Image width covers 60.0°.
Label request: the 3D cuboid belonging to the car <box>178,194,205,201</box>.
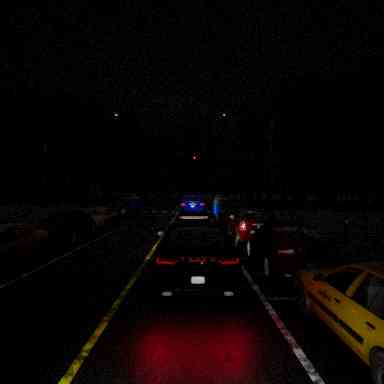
[{"bbox_3d":[0.009,1.226,29.438,2.150,2.045,5.566,0,0,-2],"label":"car"}]

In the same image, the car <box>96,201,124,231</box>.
[{"bbox_3d":[-5.775,1.527,20.551,1.752,1.417,4.829,0,0,0],"label":"car"}]

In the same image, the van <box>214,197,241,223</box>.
[{"bbox_3d":[2.747,1.345,26.162,1.690,1.788,3.998,0,0,0],"label":"van"}]

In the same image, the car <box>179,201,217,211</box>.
[{"bbox_3d":[0.087,1.493,19.071,2.128,1.511,4.902,0,0,0],"label":"car"}]

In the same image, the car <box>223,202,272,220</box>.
[{"bbox_3d":[2.752,1.441,15.287,1.967,1.590,4.097,0,0,0],"label":"car"}]

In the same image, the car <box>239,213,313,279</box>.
[{"bbox_3d":[2.755,1.545,9.850,1.887,1.381,4.507,0,0,0],"label":"car"}]

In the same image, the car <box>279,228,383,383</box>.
[{"bbox_3d":[2.758,1.525,4.582,1.752,1.417,4.829,0,0,0],"label":"car"}]

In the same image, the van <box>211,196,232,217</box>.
[{"bbox_3d":[2.745,1.346,31.600,1.690,1.788,3.998,0,0,0],"label":"van"}]

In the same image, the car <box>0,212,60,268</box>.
[{"bbox_3d":[-5.770,1.525,9.676,1.752,1.417,4.829,0,0,0],"label":"car"}]

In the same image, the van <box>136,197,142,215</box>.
[{"bbox_3d":[-5.781,1.346,31.596,1.690,1.788,3.998,0,0,0],"label":"van"}]

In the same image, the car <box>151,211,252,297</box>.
[{"bbox_3d":[0.090,1.478,8.627,1.882,1.535,5.008,0,0,0],"label":"car"}]

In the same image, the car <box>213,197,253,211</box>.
[{"bbox_3d":[2.750,1.317,20.725,2.192,1.841,5.009,0,0,0],"label":"car"}]

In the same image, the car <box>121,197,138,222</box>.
[{"bbox_3d":[-5.778,1.443,26.158,1.967,1.590,4.097,0,0,0],"label":"car"}]

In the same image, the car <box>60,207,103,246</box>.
[{"bbox_3d":[-5.773,1.567,15.283,1.947,1.339,4.313,0,0,0],"label":"car"}]
